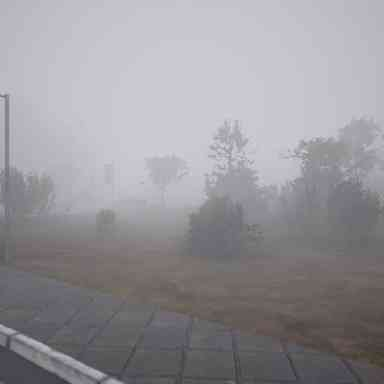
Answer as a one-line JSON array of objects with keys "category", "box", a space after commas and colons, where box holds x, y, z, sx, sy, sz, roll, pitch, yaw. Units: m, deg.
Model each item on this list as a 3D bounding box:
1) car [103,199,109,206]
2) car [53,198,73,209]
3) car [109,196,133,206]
[{"category": "car", "box": [-12.001, 1.372, 53.872, 1.882, 1.535, 5.008, 0, 0, 39]}, {"category": "car", "box": [-17.296, 1.482, 41.742, 2.128, 1.511, 4.902, 0, 0, 39]}, {"category": "car", "box": [-9.812, 1.505, 51.016, 1.895, 1.301, 4.718, 0, 1, 39]}]
